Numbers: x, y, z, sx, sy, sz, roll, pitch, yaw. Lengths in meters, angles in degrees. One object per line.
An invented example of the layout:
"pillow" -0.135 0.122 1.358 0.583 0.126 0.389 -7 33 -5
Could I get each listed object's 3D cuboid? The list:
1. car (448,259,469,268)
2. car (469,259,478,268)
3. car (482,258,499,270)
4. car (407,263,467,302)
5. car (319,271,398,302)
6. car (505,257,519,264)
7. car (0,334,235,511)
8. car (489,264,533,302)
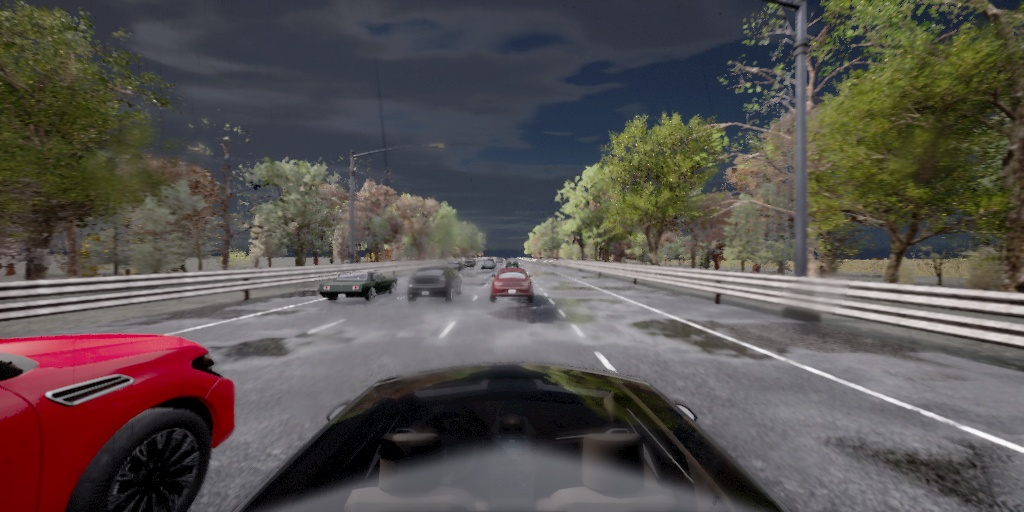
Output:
"car" -6.974 1.242 44.612 2.128 1.511 4.902 0 0 0
"car" -6.964 1.261 60.612 1.837 1.490 4.892 0 0 0
"car" -3.467 1.316 54.570 1.994 1.385 4.181 0 0 0
"car" -3.491 1.256 16.877 1.837 1.490 4.892 0 0 0
"car" -6.990 1.350 16.959 1.895 1.301 4.718 0 0 0
"car" 0.037 1.105 60.477 2.097 1.767 4.553 0 0 0
"car" -3.500 0.972 0.735 2.150 2.045 5.566 0 0 0
"car" 0.010 1.275 16.818 1.812 1.442 4.674 0 0 0
